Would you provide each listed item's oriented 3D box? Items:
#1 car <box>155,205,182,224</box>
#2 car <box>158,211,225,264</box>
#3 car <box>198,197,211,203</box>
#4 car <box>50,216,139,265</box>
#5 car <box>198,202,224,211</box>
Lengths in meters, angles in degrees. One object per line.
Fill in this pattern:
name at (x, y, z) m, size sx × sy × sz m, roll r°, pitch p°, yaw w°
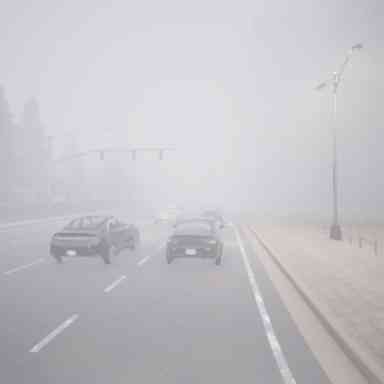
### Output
car at (-1.849, 1.793, 27.579) m, size 1.812 × 1.442 × 4.674 m, roll 0°, pitch 0°, yaw 6°
car at (0.204, 1.646, 12.308) m, size 1.812 × 1.442 × 4.674 m, roll 0°, pitch 0°, yaw 6°
car at (3.291, 2.220, 89.073) m, size 2.097 × 1.767 × 4.553 m, roll 0°, pitch -1°, yaw 26°
car at (-3.322, 1.612, 12.253) m, size 2.128 × 1.511 × 4.902 m, roll 0°, pitch 0°, yaw 6°
car at (1.635, 1.791, 27.235) m, size 1.812 × 1.442 × 4.674 m, roll 0°, pitch 0°, yaw 6°
